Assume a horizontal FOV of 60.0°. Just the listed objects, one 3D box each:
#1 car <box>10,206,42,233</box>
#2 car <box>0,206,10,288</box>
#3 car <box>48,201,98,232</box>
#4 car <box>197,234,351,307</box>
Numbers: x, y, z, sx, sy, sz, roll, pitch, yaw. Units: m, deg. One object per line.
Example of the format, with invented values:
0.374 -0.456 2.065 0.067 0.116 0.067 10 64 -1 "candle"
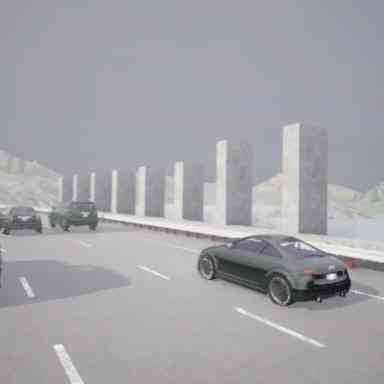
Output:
-11.265 1.670 21.544 2.097 1.767 4.553 2 -2 -37 "car"
-6.274 1.325 8.573 2.150 2.045 5.566 2 -2 -34 "car"
-8.573 1.637 23.827 2.150 2.045 5.566 2 -2 -37 "car"
1.907 1.807 8.819 1.994 1.385 4.181 2 -2 -33 "car"
